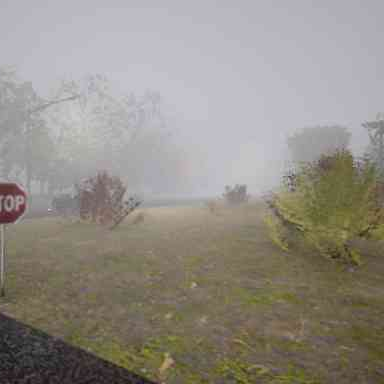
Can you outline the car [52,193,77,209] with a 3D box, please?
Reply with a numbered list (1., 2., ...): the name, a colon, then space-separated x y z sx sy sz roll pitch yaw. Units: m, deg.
1. car: -10.328 0.859 30.233 1.837 1.490 4.892 2 1 28
